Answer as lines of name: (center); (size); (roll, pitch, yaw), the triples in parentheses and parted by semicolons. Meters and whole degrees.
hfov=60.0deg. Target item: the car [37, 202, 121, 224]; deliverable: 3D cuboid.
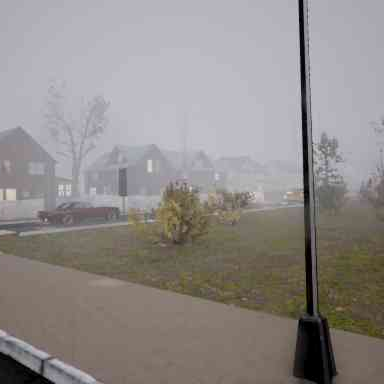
car: (-6.772, 1.253, 20.489); (1.895, 1.301, 4.718); (-2, -1, 43)

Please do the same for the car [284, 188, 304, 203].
car: (13.914, 0.594, 42.302); (1.882, 1.535, 5.008); (-2, -1, 44)
